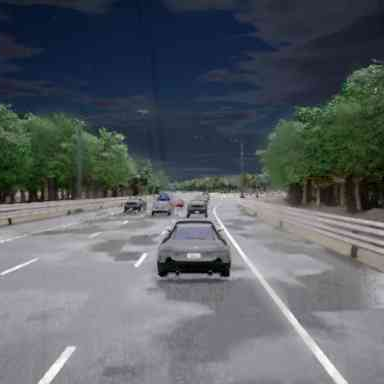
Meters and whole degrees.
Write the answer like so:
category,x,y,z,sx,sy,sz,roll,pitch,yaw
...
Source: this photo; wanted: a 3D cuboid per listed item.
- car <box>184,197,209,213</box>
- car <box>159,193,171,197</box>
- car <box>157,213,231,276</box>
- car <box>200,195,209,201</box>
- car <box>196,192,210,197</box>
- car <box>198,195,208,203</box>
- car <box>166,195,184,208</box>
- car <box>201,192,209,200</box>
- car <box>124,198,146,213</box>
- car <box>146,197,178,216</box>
category,x,y,z,sx,sy,sz,roll,pitch,yaw
car,0.530,1.496,31.386,1.837,1.490,4.892,0,0,2
car,-4.943,1.130,62.689,2.150,2.045,5.566,0,0,4
car,0.071,1.567,10.354,1.994,1.385,4.181,0,0,1
car,2.983,1.452,79.021,1.895,1.301,4.718,0,0,3
car,1.265,1.312,49.179,2.097,1.767,4.553,0,0,3
car,2.270,1.427,66.979,1.812,1.442,4.674,0,0,3
car,-2.181,1.524,48.155,1.994,1.385,4.181,0,0,3
car,3.628,1.051,89.913,2.150,2.045,5.566,0,0,3
car,-6.206,1.482,36.899,1.837,1.490,4.892,0,0,2
car,-2.829,1.532,32.772,2.033,1.411,5.357,0,0,2
